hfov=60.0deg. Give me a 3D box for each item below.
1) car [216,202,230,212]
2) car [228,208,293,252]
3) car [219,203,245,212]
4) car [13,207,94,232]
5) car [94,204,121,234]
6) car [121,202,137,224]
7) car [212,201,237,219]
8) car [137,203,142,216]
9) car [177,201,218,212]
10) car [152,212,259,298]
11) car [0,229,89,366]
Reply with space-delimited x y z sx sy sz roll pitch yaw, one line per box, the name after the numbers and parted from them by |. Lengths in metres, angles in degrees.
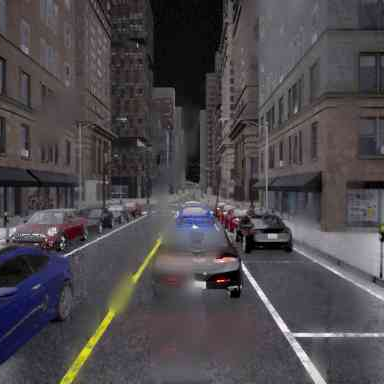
2.832 1.544 24.590 1.887 1.381 4.507 -1 0 0 | car
2.796 1.564 13.580 1.947 1.339 4.313 -1 0 0 | car
2.814 1.543 19.084 1.887 1.381 4.507 -1 0 0 | car
-5.731 1.439 13.608 1.967 1.590 4.097 -1 0 0 | car
-5.711 1.565 19.113 1.947 1.339 4.313 -1 0 0 | car
-5.693 1.550 24.618 2.008 1.369 4.403 -1 0 0 | car
2.850 1.544 30.095 1.887 1.381 4.507 -1 0 0 | car
-5.675 1.544 30.124 1.887 1.381 4.507 -1 0 0 | car
0.159 1.476 18.018 1.882 1.535 5.008 0 0 0 | car
0.126 1.490 8.513 2.128 1.511 4.902 0 0 0 | car
-3.086 1.525 4.479 1.812 1.442 4.674 0 0 0 | car
